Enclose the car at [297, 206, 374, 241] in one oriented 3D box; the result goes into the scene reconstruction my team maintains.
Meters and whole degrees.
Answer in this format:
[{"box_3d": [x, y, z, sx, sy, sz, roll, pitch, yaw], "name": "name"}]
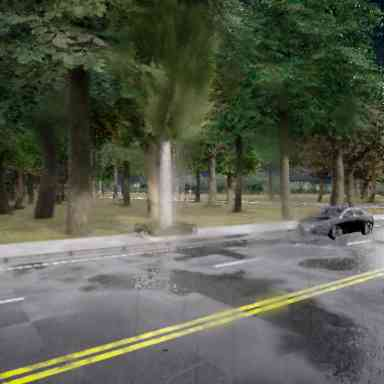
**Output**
[{"box_3d": [7.360, 1.495, 16.908, 4.902, 1.511, 2.128, 0, 0, -35], "name": "car"}]
